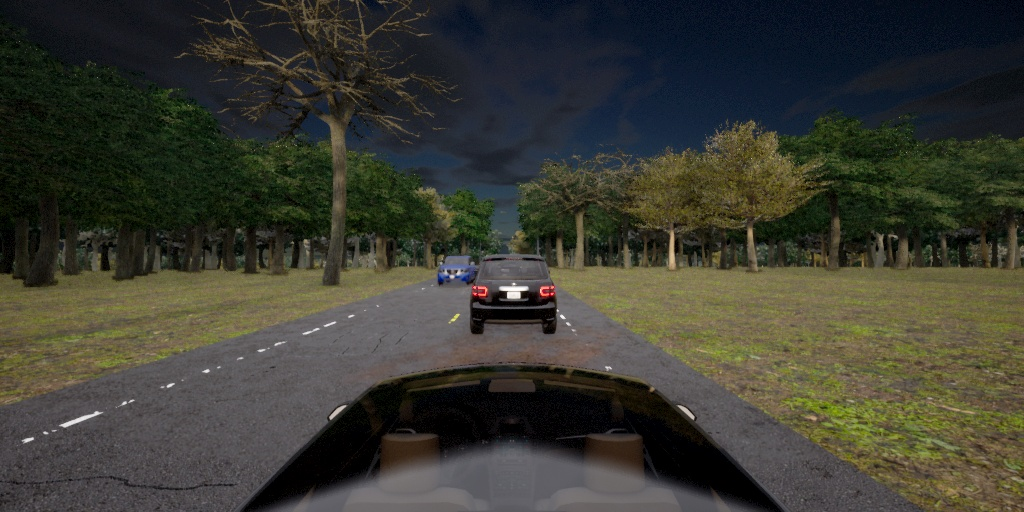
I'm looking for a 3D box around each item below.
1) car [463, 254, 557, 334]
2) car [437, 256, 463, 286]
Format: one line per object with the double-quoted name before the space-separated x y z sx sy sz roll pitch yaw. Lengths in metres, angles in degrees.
"car" 0.016 0.976 10.748 2.150 2.045 5.566 0 0 -1
"car" -3.824 0.982 25.569 2.150 2.045 5.566 0 0 -1
